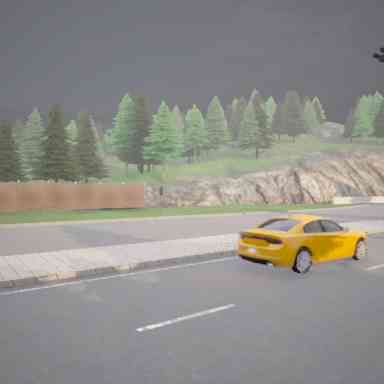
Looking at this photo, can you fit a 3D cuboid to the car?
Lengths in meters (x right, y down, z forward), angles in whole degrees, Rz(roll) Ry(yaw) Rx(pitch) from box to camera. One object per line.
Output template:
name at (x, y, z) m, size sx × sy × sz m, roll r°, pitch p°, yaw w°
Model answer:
car at (3.670, 1.477, 10.661) m, size 5.008 × 1.535 × 1.882 m, roll 0°, pitch 0°, yaw -35°
